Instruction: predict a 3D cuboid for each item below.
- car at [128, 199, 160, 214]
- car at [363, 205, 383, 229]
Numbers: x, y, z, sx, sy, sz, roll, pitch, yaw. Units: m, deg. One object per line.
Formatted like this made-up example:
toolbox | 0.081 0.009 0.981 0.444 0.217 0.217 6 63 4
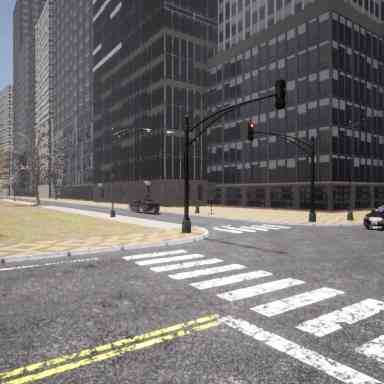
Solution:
car | -5.257 1.506 36.026 1.837 1.490 4.892 0 0 -35
car | 12.481 1.504 20.504 4.902 1.511 2.128 0 0 -35
